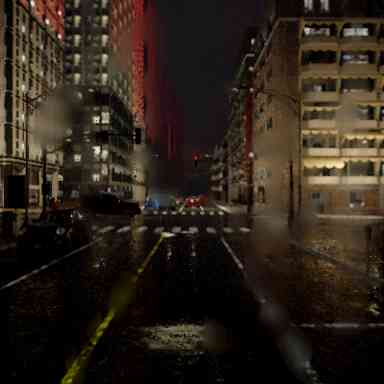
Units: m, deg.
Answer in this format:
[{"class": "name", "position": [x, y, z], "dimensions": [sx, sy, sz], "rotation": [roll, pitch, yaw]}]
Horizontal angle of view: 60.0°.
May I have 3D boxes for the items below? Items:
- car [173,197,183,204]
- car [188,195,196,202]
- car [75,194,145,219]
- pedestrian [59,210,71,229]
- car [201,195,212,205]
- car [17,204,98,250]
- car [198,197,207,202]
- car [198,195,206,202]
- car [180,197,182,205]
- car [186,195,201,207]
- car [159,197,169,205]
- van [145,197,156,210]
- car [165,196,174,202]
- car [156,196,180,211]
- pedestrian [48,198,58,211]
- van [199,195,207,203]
[{"class": "car", "position": [-3.016, 1.793, 73.546], "dimensions": [1.882, 1.535, 5.008], "rotation": [0, 0, 0]}, {"class": "car", "position": [-0.017, 1.728, 85.747], "dimensions": [2.097, 1.767, 4.553], "rotation": [0, 0, 0]}, {"class": "car", "position": [-7.279, 1.228, 28.925], "dimensions": [5.566, 2.045, 2.150], "rotation": [1, 0, -17]}, {"class": "pedestrian", "position": [-7.487, 1.608, 19.595], "dimensions": [0.500, 1.100, 0.500], "rotation": [0, 0, 0]}, {"class": "car", "position": [2.675, 1.583, 63.392], "dimensions": [2.192, 1.841, 5.009], "rotation": [0, 0, 0]}, {"class": "car", "position": [-5.694, 1.497, 14.261], "dimensions": [1.967, 1.590, 4.097], "rotation": [0, 0, 0]}, {"class": "car", "position": [2.671, 1.923, 85.593], "dimensions": [2.008, 1.369, 4.403], "rotation": [0, 0, 0]}, {"class": "car", "position": [2.668, 1.714, 91.145], "dimensions": [2.192, 1.841, 5.009], "rotation": [0, 0, 0]}, {"class": "car", "position": [-3.098, 1.577, 53.780], "dimensions": [2.097, 1.767, 4.553], "rotation": [0, 0, 0]}, {"class": "car", "position": [0.082, 1.587, 56.057], "dimensions": [2.097, 1.767, 4.553], "rotation": [0, 0, 0]}, {"class": "car", "position": [-5.706, 1.818, 68.768], "dimensions": [1.752, 1.417, 4.829], "rotation": [0, 0, 0]}, {"class": "van", "position": [-5.701, 1.534, 46.735], "dimensions": [1.690, 1.788, 3.998], "rotation": [0, 0, 0]}, {"class": "car", "position": [-5.710, 1.812, 85.591], "dimensions": [1.967, 1.590, 4.097], "rotation": [0, 0, 0]}, {"class": "car", "position": [-3.139, 1.533, 44.005], "dimensions": [2.097, 1.767, 4.553], "rotation": [0, 0, 1]}, {"class": "pedestrian", "position": [-7.924, 1.218, 18.996], "dimensions": [0.375, 1.860, 0.375], "rotation": [0, 0, 0]}, {"class": "van", "position": [2.671, 1.687, 80.044], "dimensions": [1.690, 1.788, 3.998], "rotation": [0, 0, 0]}]
